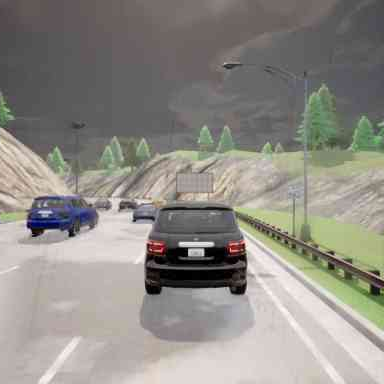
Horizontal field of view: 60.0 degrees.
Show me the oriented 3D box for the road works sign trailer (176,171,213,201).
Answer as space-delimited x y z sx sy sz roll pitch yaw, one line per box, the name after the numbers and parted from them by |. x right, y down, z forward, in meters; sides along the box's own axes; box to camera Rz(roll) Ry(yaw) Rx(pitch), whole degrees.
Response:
0.182 0.464 21.594 2.380 3.560 2.880 0 0 0 | road works sign trailer

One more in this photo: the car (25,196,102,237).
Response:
-6.929 1.220 18.379 2.150 2.045 5.566 0 0 0 | car

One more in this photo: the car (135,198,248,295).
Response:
0.085 1.221 8.878 2.150 2.045 5.566 0 0 0 | car

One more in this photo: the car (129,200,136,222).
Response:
-3.465 1.564 26.529 1.994 1.385 4.181 0 0 -1 | car

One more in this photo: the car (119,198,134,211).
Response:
-7.703 1.505 40.158 1.837 1.490 4.892 0 0 -5 | car

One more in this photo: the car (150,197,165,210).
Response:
-4.515 1.478 43.130 1.882 1.535 5.008 0 0 -7 | car

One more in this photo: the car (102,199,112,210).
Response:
-11.384 1.547 42.365 2.033 1.411 5.357 0 0 -8 | car

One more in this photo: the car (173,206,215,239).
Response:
0.087 1.558 18.097 1.994 1.385 4.181 0 0 0 | car

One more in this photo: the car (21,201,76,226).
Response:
-10.446 1.477 24.666 1.882 1.535 5.008 0 0 0 | car
